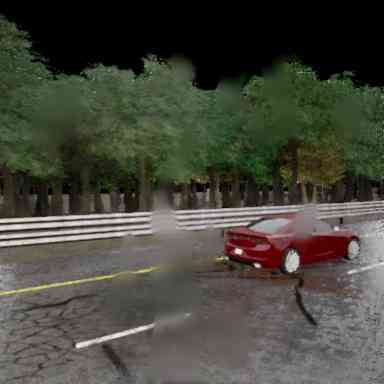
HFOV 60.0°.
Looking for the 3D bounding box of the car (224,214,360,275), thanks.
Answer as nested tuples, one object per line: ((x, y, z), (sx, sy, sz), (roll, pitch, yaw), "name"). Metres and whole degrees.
((3.265, 1.428, 10.358), (5.008, 1.535, 1.882), (0, 0, -35), "car")
